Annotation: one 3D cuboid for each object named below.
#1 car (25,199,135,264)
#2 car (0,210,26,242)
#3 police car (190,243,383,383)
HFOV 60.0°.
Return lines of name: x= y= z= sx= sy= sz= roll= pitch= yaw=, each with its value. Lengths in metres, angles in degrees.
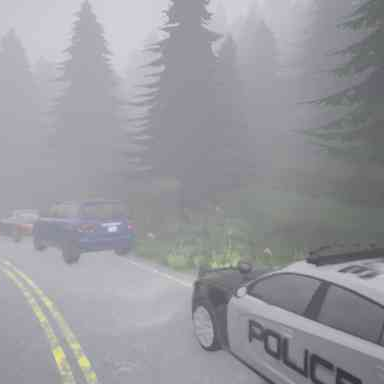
car: x=-4.251 y=1.280 z=12.539 sx=2.150 sy=2.045 sz=5.566 roll=-2 pitch=1 yaw=-40
car: x=-8.682 y=1.635 z=17.065 sx=4.674 sy=1.442 sz=1.812 roll=-1 pitch=1 yaw=42
police car: x=1.663 y=1.431 z=3.856 sx=1.930 sy=1.638 sz=5.238 roll=0 pitch=0 yaw=-28
